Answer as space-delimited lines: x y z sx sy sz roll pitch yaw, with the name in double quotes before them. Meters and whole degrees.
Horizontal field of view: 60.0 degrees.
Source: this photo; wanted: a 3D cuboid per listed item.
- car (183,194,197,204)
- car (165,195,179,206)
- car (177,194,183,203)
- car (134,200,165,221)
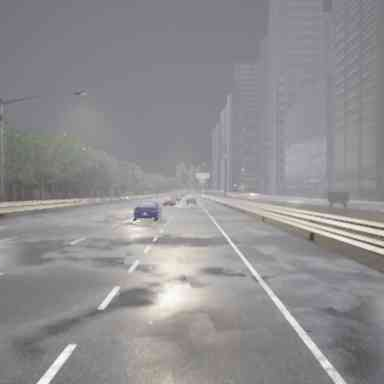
"car" -0.119 1.591 66.181 2.128 1.511 4.902 0 0 0
"car" -3.658 1.676 55.844 1.895 1.301 4.718 0 0 0
"car" -3.786 1.483 75.300 2.097 1.767 4.553 0 0 0
"car" -3.538 1.498 27.294 1.882 1.535 5.008 0 0 0
